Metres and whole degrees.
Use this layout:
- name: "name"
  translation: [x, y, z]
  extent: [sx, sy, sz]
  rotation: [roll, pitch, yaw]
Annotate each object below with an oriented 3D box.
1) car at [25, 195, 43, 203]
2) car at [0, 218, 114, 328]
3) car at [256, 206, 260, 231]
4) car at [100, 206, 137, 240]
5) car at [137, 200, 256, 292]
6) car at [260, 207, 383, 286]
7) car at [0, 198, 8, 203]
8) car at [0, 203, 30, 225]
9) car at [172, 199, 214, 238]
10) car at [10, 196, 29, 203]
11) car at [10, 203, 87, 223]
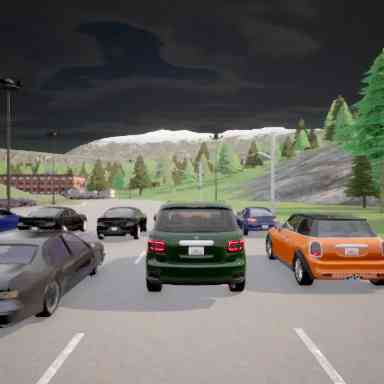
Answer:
- name: "car"
  translation: [-24.995, 1.491, 48.476]
  extent: [4.902, 1.511, 2.128]
  rotation: [0, 0, -4]
- name: "car"
  translation: [-3.415, 1.547, 7.307]
  extent: [2.033, 1.411, 5.357]
  rotation: [0, 0, -1]
- name: "car"
  translation: [3.523, 1.526, 18.445]
  extent: [1.812, 1.442, 4.674]
  rotation: [0, 0, -1]
- name: "car"
  translation: [-3.456, 1.478, 17.158]
  extent: [1.882, 1.535, 5.008]
  rotation: [0, 0, 0]
- name: "car"
  translation: [0.080, 1.221, 9.057]
  extent: [2.150, 2.045, 5.566]
  rotation: [0, 0, 0]
- name: "car"
  translation: [3.578, 1.352, 9.590]
  extent: [2.097, 1.767, 4.553]
  rotation: [0, 0, 0]
- name: "car"
  translation: [-24.226, 1.547, 37.845]
  extent: [5.357, 1.411, 2.033]
  rotation: [0, 0, -1]
- name: "car"
  translation: [-10.457, 1.526, 17.369]
  extent: [1.812, 1.442, 4.674]
  rotation: [0, 0, -1]
- name: "car"
  translation: [0.017, 1.352, 18.621]
  extent: [2.097, 1.767, 4.553]
  rotation: [0, 0, -1]
- name: "car"
  translation: [-24.964, 1.563, 44.889]
  extent: [4.181, 1.385, 1.994]
  rotation: [0, 0, -3]
- name: "car"
  translation: [-6.963, 1.478, 17.167]
  extent: [1.882, 1.535, 5.008]
  rotation: [0, 0, 1]
